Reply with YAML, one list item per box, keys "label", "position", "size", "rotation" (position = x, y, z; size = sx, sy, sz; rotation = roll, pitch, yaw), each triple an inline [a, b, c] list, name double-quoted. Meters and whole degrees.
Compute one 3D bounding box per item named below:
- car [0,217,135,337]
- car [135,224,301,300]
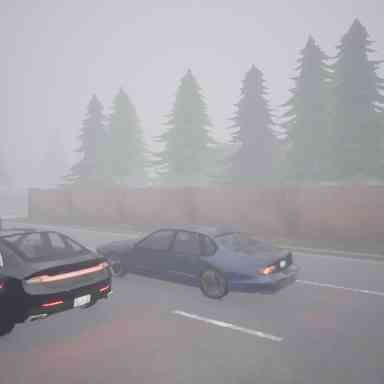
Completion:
- label: "car"
  position: [-3.690, 1.492, 6.643]
  size: [4.902, 1.511, 2.128]
  rotation: [0, 0, 36]
- label: "car"
  position: [-0.133, 1.547, 8.399]
  size: [5.357, 1.411, 2.033]
  rotation: [0, 0, 36]
